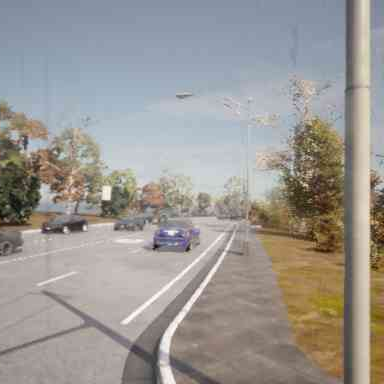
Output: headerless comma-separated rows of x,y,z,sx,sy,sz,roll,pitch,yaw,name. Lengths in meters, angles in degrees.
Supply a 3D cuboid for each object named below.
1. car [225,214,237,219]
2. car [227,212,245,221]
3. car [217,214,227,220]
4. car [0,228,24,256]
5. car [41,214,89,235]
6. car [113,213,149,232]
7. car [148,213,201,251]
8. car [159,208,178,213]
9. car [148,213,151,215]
10.994,6.917,93.120,1.994,1.385,4.181,0,-4,24,car
10.916,5.996,82.311,2.150,2.045,5.566,1,-3,17,car
7.497,6.253,83.100,2.033,1.411,5.357,1,-3,17,car
-9.064,1.961,13.147,2.033,1.411,5.357,1,-3,10,car
-10.238,2.563,27.114,1.882,1.535,5.008,1,-3,9,car
-5.947,3.017,31.850,1.994,1.385,4.181,1,-3,9,car
-0.756,2.312,19.458,2.097,1.767,4.553,1,-3,10,car
-3.346,3.340,47.837,2.150,2.045,5.566,1,-3,9,car
-6.873,3.787,48.022,1.882,1.535,5.008,1,-4,9,car
